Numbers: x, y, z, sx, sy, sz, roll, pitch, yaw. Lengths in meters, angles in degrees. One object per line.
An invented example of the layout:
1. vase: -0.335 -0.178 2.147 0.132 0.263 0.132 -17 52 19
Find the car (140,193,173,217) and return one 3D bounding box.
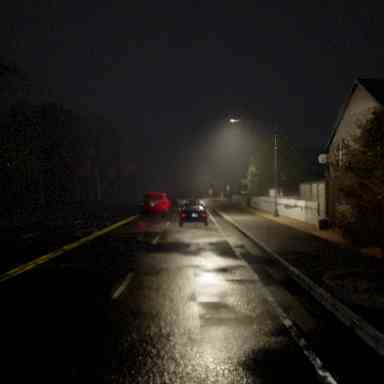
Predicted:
1. car: -3.143 1.076 29.210 2.150 2.045 5.566 0 0 0

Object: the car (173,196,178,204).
1. car: -3.140 1.282 51.045 2.033 1.411 5.357 0 0 0

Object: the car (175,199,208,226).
1. car: 0.104 1.437 22.499 2.033 1.411 5.357 0 0 0

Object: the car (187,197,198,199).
1. car: 0.110 1.367 45.521 1.895 1.301 4.718 0 0 0
